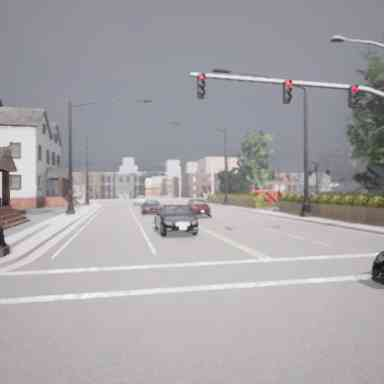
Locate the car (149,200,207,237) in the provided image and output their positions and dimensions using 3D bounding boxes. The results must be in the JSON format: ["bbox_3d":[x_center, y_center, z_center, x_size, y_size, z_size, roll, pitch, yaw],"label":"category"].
[{"bbox_3d":[-0.935,1.439,18.113,2.128,1.511,4.902,-1,0,-12],"label":"car"}]

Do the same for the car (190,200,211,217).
[{"bbox_3d":[0.370,1.400,29.231,1.812,1.442,4.674,-1,0,-12],"label":"car"}]

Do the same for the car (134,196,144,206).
[{"bbox_3d":[-8.043,1.330,51.918,1.812,1.442,4.674,-1,0,-12],"label":"car"}]

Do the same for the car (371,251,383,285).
[{"bbox_3d":[6.032,1.511,6.741,1.994,1.385,4.181,-2,1,-42],"label":"car"}]

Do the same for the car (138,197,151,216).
[{"bbox_3d":[-3.753,1.453,31.345,1.994,1.385,4.181,-1,0,-12],"label":"car"}]
